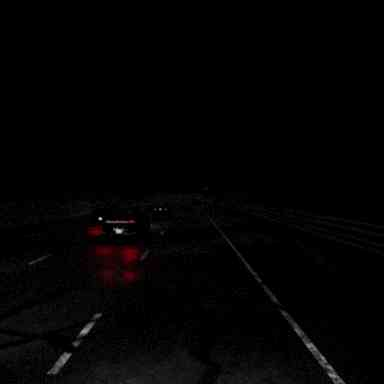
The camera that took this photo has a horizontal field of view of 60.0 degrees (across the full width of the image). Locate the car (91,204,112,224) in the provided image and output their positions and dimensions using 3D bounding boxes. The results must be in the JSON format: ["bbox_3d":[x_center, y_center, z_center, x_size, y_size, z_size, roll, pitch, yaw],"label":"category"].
[{"bbox_3d":[-6.892,1.774,27.432,1.837,1.490,4.892,0,0,0],"label":"car"}]

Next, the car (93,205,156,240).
[{"bbox_3d":[-3.394,1.635,17.870,2.128,1.511,4.902,0,-1,0],"label":"car"}]

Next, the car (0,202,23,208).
[{"bbox_3d":[-21.059,1.921,39.094,1.882,1.535,5.008,0,-1,0],"label":"car"}]

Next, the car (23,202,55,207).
[{"bbox_3d":[-17.558,1.954,39.379,1.837,1.490,4.892,0,-1,0],"label":"car"}]

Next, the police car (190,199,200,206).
[{"bbox_3d":[1.076,2.636,82.663,1.930,1.638,5.238,0,-1,0],"label":"police car"}]

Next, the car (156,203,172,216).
[{"bbox_3d":[-3.387,1.977,38.302,2.033,1.411,5.357,0,-1,0],"label":"car"}]

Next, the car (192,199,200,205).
[{"bbox_3d":[1.078,2.759,92.524,2.097,1.767,4.553,0,-1,0],"label":"car"}]
